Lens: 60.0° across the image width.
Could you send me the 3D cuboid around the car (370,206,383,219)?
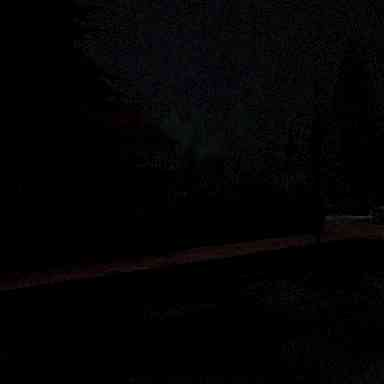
[{"bbox_3d":[15.978,1.363,25.046,1.812,1.442,4.674,0,0,-36],"label":"car"}]
